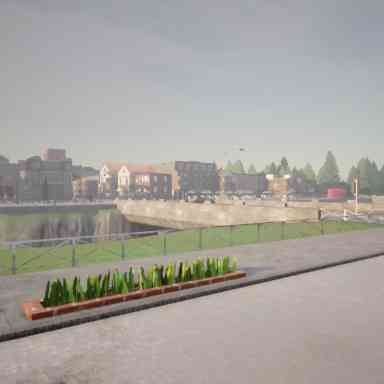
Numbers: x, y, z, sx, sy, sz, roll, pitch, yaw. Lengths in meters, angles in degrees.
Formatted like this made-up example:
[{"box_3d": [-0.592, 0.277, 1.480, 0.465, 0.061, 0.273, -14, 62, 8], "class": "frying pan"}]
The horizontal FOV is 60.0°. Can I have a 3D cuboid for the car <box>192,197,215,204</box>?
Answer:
[{"box_3d": [1.957, 1.526, 55.318, 1.812, 1.442, 4.674, 0, 0, -35], "class": "car"}]
